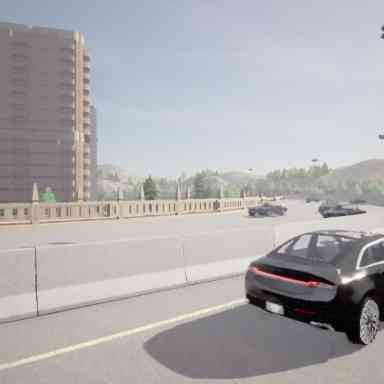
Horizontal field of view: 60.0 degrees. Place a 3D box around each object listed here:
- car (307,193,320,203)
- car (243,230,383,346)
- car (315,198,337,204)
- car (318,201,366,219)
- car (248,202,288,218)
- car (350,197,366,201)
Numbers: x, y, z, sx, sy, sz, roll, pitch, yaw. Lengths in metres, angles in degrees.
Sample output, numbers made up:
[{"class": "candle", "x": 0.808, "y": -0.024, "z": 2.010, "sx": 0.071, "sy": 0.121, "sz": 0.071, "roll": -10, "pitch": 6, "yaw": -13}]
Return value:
[{"class": "car", "x": 24.290, "y": 1.224, "z": 66.573, "sx": 2.150, "sy": 2.045, "sz": 5.566, "roll": 0, "pitch": 0, "yaw": 14}, {"class": "car", "x": 3.096, "y": 1.491, "z": 6.410, "sx": 4.902, "sy": 1.511, "sz": 2.128, "roll": 0, "pitch": 0, "yaw": -39}, {"class": "car", "x": 14.786, "y": 1.564, "z": 35.237, "sx": 1.994, "sy": 1.385, "sz": 4.181, "roll": 0, "pitch": 0, "yaw": 33}, {"class": "car", "x": 11.150, "y": 1.600, "z": 24.373, "sx": 1.895, "sy": 1.301, "sz": 4.718, "roll": 0, "pitch": 0, "yaw": 40}, {"class": "car", "x": 6.927, "y": 1.601, "z": 30.241, "sx": 1.895, "sy": 1.301, "sz": 4.718, "roll": 0, "pitch": 0, "yaw": 38}, {"class": "car", "x": 29.920, "y": 1.598, "z": 60.090, "sx": 1.895, "sy": 1.301, "sz": 4.718, "roll": 0, "pitch": 0, "yaw": 16}]
